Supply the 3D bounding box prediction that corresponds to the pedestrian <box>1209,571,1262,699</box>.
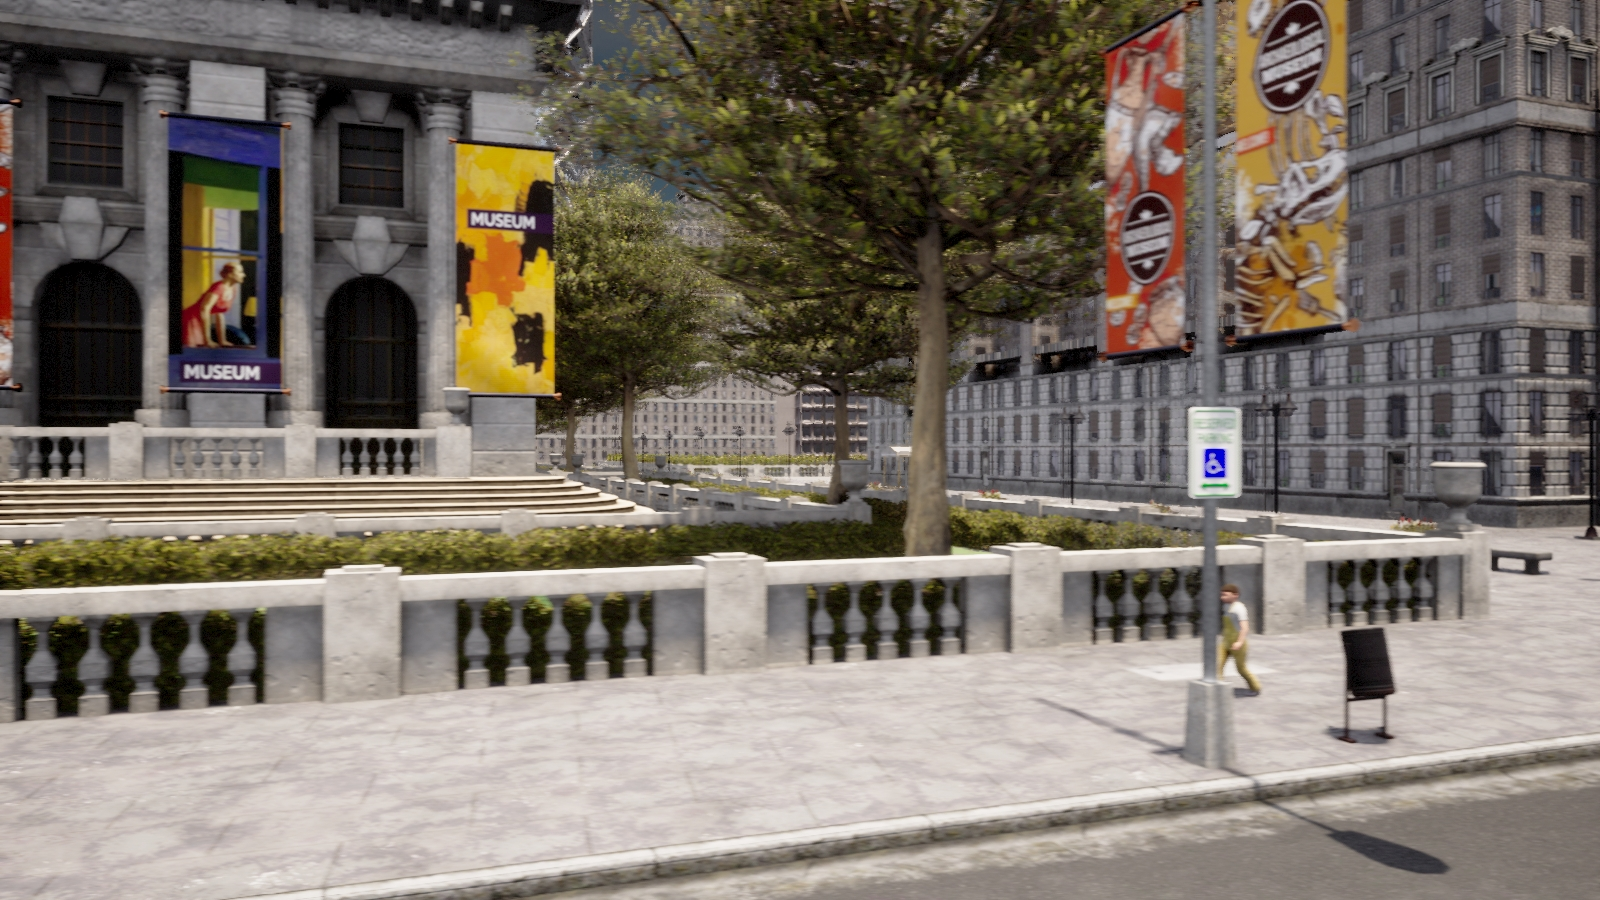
[{"bbox_3d":[4.678,1.976,12.276,0.375,1.300,0.375,0,0,-15],"label":"pedestrian"}]
